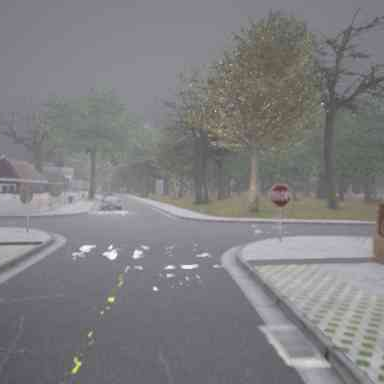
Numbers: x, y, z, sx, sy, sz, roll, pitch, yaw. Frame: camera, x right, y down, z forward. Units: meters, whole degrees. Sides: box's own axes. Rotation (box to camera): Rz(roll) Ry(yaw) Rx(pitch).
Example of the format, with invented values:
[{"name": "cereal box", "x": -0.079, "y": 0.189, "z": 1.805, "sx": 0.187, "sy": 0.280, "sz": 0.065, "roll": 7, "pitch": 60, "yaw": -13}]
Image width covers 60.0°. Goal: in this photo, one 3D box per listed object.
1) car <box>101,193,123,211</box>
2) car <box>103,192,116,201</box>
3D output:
[{"name": "car", "x": -7.984, "y": 1.096, "z": 33.014, "sx": 1.812, "sy": 1.442, "sz": 4.674, "roll": 0, "pitch": 2, "yaw": -14}, {"name": "car", "x": -13.973, "y": 0.794, "z": 56.509, "sx": 2.033, "sy": 1.411, "sz": 5.357, "roll": 0, "pitch": 0, "yaw": -14}]
